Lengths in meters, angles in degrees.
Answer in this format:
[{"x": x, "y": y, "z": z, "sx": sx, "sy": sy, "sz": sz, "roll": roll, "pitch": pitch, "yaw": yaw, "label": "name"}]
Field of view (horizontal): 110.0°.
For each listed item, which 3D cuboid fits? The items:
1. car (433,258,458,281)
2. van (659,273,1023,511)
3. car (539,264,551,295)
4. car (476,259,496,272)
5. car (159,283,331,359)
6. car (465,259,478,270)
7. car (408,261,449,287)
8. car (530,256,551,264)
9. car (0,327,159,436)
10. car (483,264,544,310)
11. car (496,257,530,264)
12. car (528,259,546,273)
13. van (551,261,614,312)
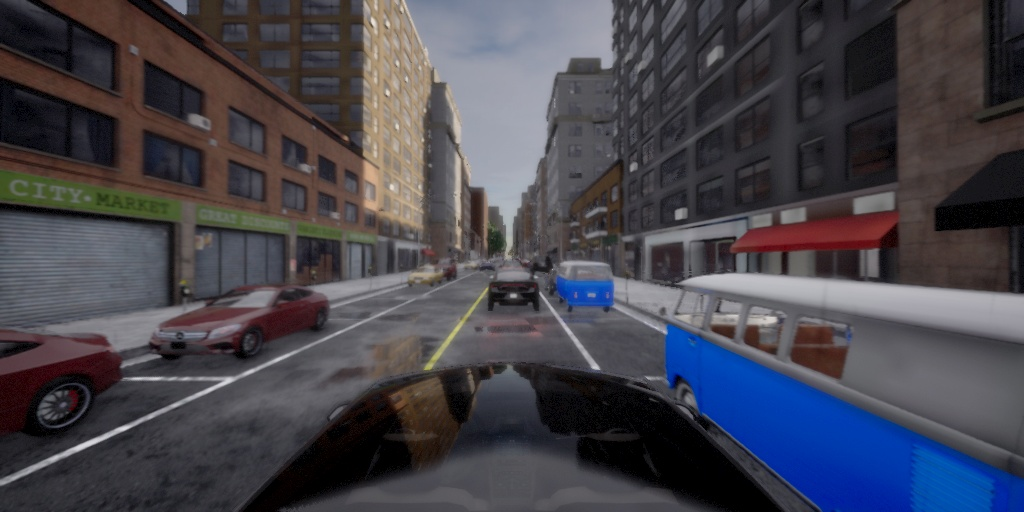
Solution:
[{"x": -5.856, "y": 1.060, "z": 30.361, "sx": 2.192, "sy": 1.841, "sz": 5.009, "roll": 0, "pitch": 0, "yaw": 0, "label": "car"}, {"x": 2.677, "y": 1.090, "z": 2.920, "sx": 1.690, "sy": 1.789, "sz": 3.998, "roll": 0, "pitch": 0, "yaw": 0, "label": "van"}, {"x": 2.675, "y": 1.296, "z": 19.395, "sx": 2.007, "sy": 1.370, "sz": 4.403, "roll": 0, "pitch": 0, "yaw": 0, "label": "car"}, {"x": -3.092, "y": 1.352, "z": 45.843, "sx": 1.895, "sy": 1.301, "sz": 4.718, "roll": 0, "pitch": 0, "yaw": 0, "label": "car"}, {"x": -5.856, "y": 1.330, "z": 8.389, "sx": 1.802, "sy": 1.307, "sz": 4.207, "roll": 0, "pitch": 0, "yaw": 0, "label": "car"}, {"x": -5.856, "y": 1.281, "z": 52.163, "sx": 1.751, "sy": 1.417, "sz": 4.829, "roll": 0, "pitch": 0, "yaw": 0, "label": "car"}, {"x": -5.856, "y": 1.270, "z": 24.699, "sx": 1.751, "sy": 1.417, "sz": 4.829, "roll": 0, "pitch": 0, "yaw": 0, "label": "car"}, {"x": 3.107, "y": 0.968, "z": 38.485, "sx": 2.150, "sy": 2.045, "sz": 5.566, "roll": 0, "pitch": 0, "yaw": 0, "label": "car"}, {"x": -5.856, "y": 1.331, "z": 2.897, "sx": 1.802, "sy": 1.307, "sz": 4.207, "roll": 0, "pitch": 0, "yaw": 0, "label": "car"}, {"x": 0.075, "y": 1.224, "z": 14.606, "sx": 1.882, "sy": 1.535, "sz": 5.008, "roll": 0, "pitch": -1, "yaw": 0, "label": "car"}, {"x": 0.068, "y": 1.096, "z": 28.325, "sx": 2.097, "sy": 1.767, "sz": 4.553, "roll": 0, "pitch": 0, "yaw": 0, "label": "car"}, {"x": 3.141, "y": 1.229, "z": 45.455, "sx": 1.882, "sy": 1.535, "sz": 5.008, "roll": 0, "pitch": 0, "yaw": 0, "label": "car"}, {"x": 2.676, "y": 1.087, "z": 13.903, "sx": 1.690, "sy": 1.789, "sz": 3.998, "roll": 0, "pitch": 0, "yaw": 0, "label": "van"}]
